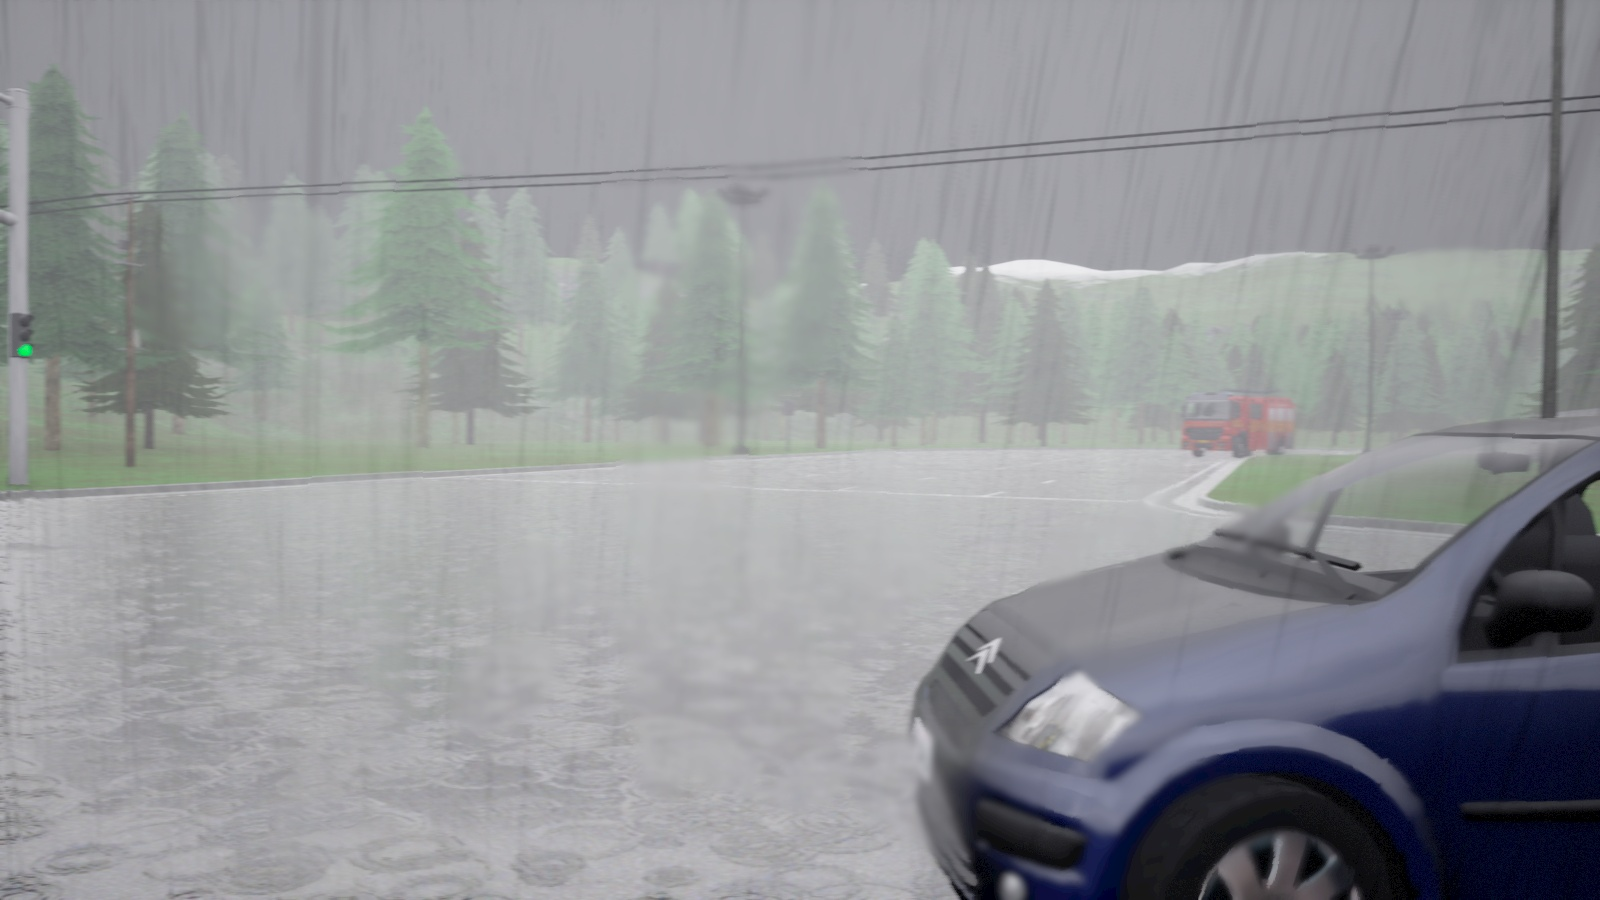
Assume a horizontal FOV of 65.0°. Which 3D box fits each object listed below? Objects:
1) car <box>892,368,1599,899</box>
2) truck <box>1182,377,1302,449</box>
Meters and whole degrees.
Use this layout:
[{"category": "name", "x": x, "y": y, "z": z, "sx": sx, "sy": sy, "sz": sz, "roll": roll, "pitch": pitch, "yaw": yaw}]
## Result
[{"category": "car", "x": 2.390, "y": 0.593, "z": 3.896, "sx": 3.988, "sy": 1.617, "sz": 1.851, "roll": -1, "pitch": 1, "yaw": -3}, {"category": "truck", "x": 24.943, "y": -2.039, "z": 70.560, "sx": 8.468, "sy": 3.827, "sz": 2.891, "roll": -2, "pitch": 2, "yaw": -44}]
